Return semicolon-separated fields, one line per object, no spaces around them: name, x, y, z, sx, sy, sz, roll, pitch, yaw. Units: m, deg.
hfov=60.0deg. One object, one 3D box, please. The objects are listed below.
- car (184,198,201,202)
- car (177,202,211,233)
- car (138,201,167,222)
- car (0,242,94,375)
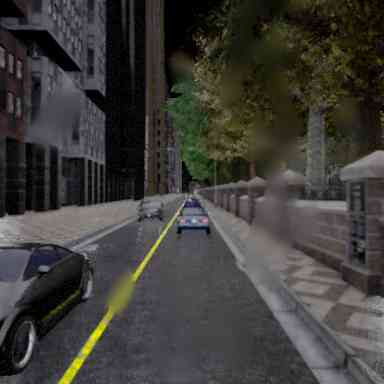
car;0.089;1.394;39.119;1.882;1.535;5.008;0;0;0
car;0.102;1.520;19.365;2.033;1.411;5.357;0;0;0
car;-3.062;1.462;26.272;1.837;1.490;4.892;0;0;0
car;-3.084;1.559;5.433;1.994;1.385;4.181;0;0;1
